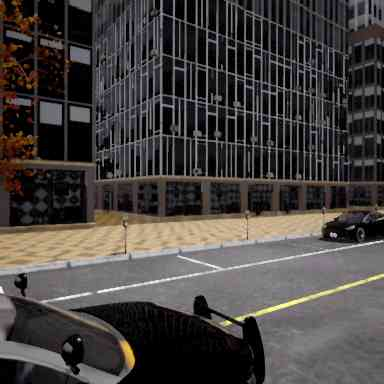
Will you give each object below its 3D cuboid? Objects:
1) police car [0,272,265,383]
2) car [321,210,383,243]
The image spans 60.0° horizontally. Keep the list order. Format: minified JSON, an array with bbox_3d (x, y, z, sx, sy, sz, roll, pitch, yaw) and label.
[{"bbox_3d":[-1.616,1.425,2.281,5.238,1.638,1.930,0,0,-35],"label":"police car"},{"bbox_3d":[8.141,1.563,16.226,4.313,1.339,1.947,0,0,-35],"label":"car"}]
